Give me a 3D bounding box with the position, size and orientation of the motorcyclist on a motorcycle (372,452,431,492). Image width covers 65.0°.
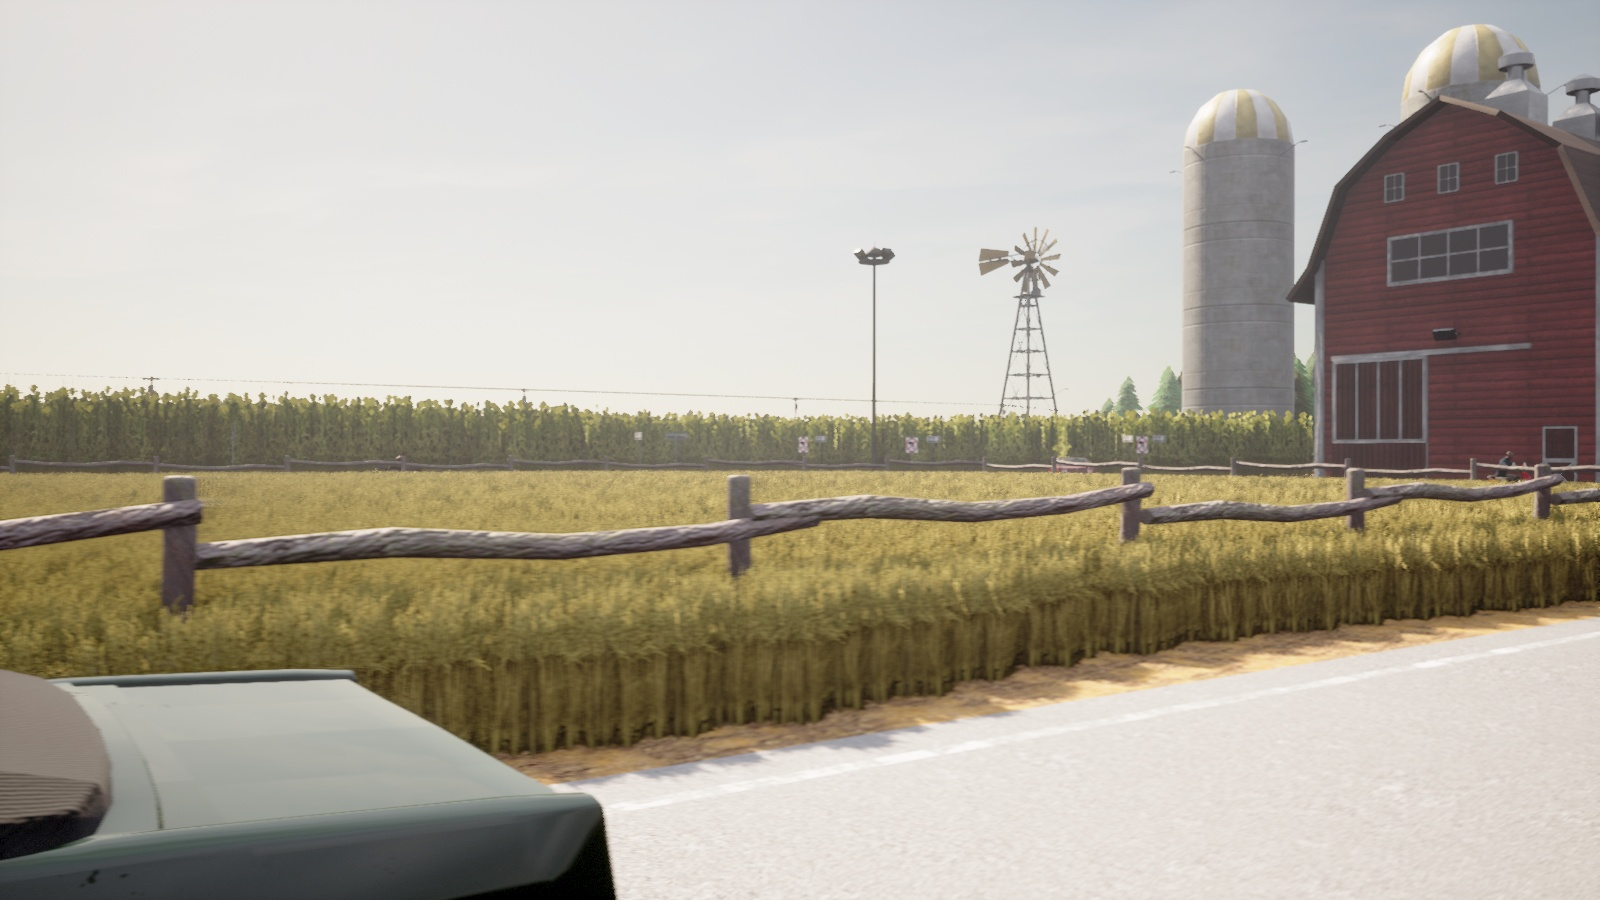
[{"bbox_3d":[-15.483,0.856,48.829,2.044,1.523,0.797,0,0,-34],"label":"motorcyclist on a motorcycle"}]

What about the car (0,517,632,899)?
[{"bbox_3d":[-2.784,0.856,1.720,4.718,1.301,1.895,0,0,-35],"label":"car"}]

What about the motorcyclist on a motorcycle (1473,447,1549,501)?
[{"bbox_3d":[21.798,0.727,38.519,0.866,1.590,1.817,0,-1,-38],"label":"motorcyclist on a motorcycle"}]

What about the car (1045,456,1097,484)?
[{"bbox_3d":[13.230,0.946,61.455,1.895,1.301,4.718,0,0,5],"label":"car"}]
